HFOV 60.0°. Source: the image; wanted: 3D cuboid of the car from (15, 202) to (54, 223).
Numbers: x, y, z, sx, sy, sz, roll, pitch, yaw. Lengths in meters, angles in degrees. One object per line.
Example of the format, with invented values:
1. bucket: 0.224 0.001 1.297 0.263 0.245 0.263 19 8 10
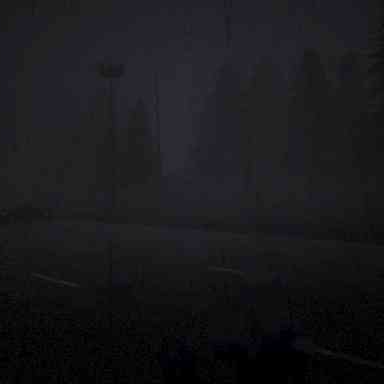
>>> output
1. car: -12.879 1.525 26.082 5.008 1.535 1.882 0 0 36

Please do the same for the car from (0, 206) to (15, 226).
1. car: -14.416 1.610 22.880 4.181 1.385 1.994 0 0 36
